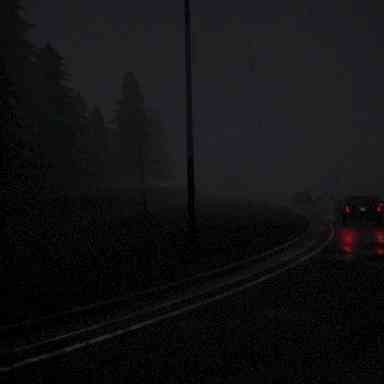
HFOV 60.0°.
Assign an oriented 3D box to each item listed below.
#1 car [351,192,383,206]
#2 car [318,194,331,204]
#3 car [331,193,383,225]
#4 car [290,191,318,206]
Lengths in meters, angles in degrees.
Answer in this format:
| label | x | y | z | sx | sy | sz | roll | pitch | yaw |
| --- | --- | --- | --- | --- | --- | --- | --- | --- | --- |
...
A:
| label | x | y | z | sx | sy | sz | roll | pitch | yaw |
| --- | --- | --- | --- | --- | --- | --- | --- | --- | --- |
| car | 19.946 | 0.782 | 37.971 | 1.994 | 1.385 | 4.181 | -1 | 0 | 8 |
| car | 16.986 | 0.846 | 42.126 | 1.895 | 1.301 | 4.718 | -1 | 1 | 8 |
| car | 9.999 | 0.952 | 20.258 | 2.097 | 1.767 | 4.553 | -1 | 1 | 17 |
| car | 13.130 | 0.701 | 39.785 | 2.097 | 1.767 | 4.553 | -1 | 0 | 8 |
